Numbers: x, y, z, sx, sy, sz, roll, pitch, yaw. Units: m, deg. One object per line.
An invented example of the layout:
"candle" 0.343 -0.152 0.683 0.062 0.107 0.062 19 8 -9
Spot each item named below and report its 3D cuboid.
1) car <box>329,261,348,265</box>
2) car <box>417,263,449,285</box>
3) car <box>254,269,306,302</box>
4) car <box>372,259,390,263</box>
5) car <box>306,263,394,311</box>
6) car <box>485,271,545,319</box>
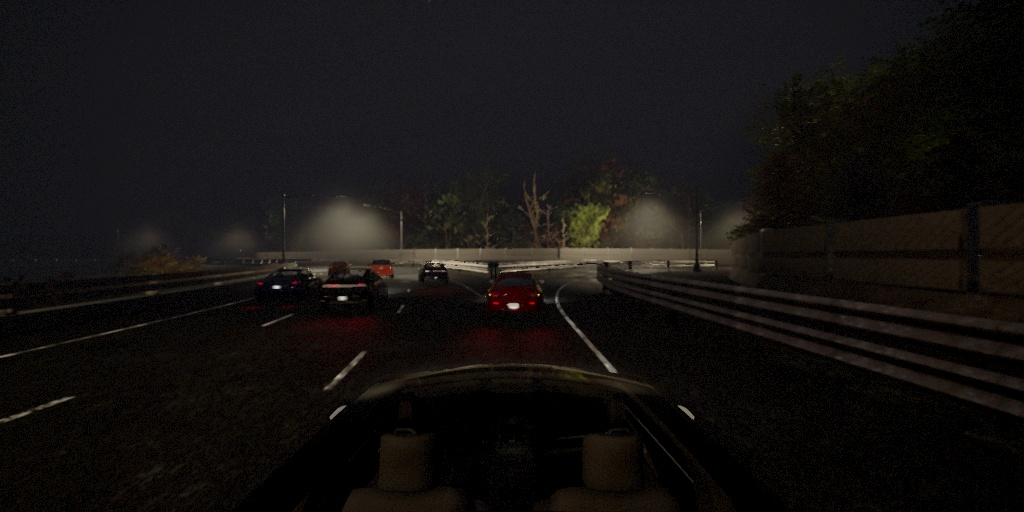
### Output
"car" -16.865 1.189 35.197 1.882 1.535 5.008 0 0 -24
"car" -5.691 1.211 25.779 2.128 1.511 4.902 0 0 -17
"car" -10.511 1.296 17.211 1.994 1.385 4.181 0 0 -15
"car" -11.907 1.064 32.510 2.097 1.767 4.553 0 0 -21
"car" -6.256 1.226 14.553 2.128 1.511 4.902 0 0 -12
"car" 0.161 1.261 12.587 1.812 1.442 4.674 0 0 3
